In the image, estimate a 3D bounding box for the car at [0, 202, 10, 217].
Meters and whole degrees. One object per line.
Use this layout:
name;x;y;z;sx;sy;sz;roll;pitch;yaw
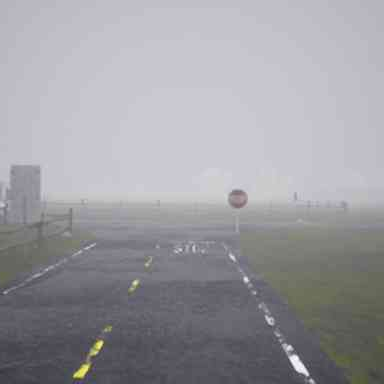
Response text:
car;-16.672;1.333;26.398;4.674;1.442;1.812;1;-1;0
